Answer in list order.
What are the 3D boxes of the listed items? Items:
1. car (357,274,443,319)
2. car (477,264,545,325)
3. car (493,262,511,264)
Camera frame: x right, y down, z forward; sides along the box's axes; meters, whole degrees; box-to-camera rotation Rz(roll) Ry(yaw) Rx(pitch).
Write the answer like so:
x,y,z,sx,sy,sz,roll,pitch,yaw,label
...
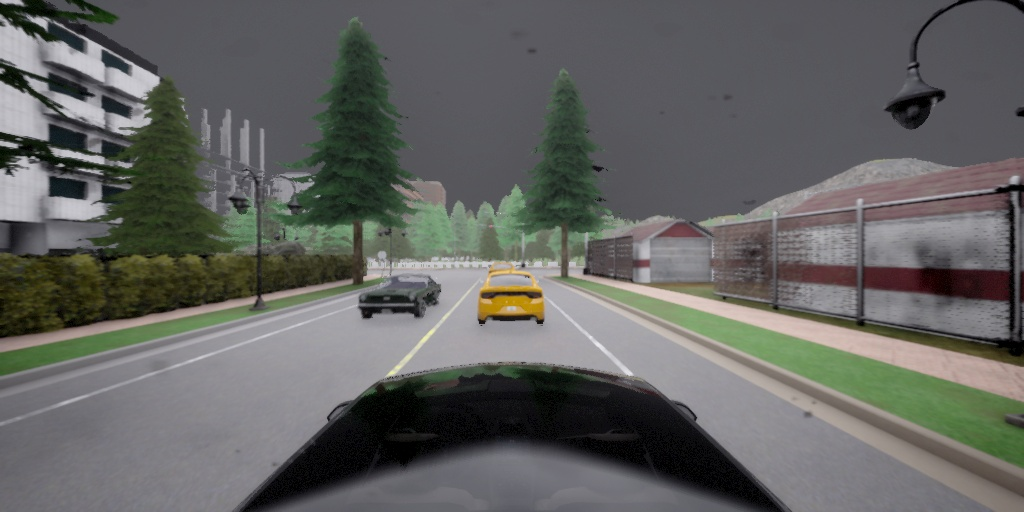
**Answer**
x,y,z,sx,sy,sz,roll,pitch,yaw,label
-3.777,1.334,12.831,1.895,1.301,4.718,0,0,-2,car
-0.059,1.203,11.726,1.882,1.535,5.008,0,0,-1,car
-0.658,1.173,24.139,1.882,1.535,5.008,0,0,-3,car
